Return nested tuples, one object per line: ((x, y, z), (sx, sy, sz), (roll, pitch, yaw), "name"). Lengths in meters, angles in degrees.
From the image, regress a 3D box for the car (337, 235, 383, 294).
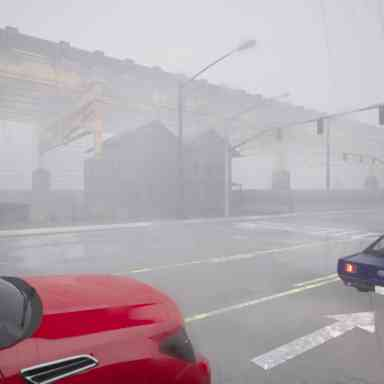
((5.462, 1.601, 7.639), (4.718, 1.301, 1.895), (0, 0, -35), "car")

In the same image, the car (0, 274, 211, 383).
((-2.492, 1.221, 1.968), (5.566, 2.045, 2.150), (0, 0, -36), "car")
